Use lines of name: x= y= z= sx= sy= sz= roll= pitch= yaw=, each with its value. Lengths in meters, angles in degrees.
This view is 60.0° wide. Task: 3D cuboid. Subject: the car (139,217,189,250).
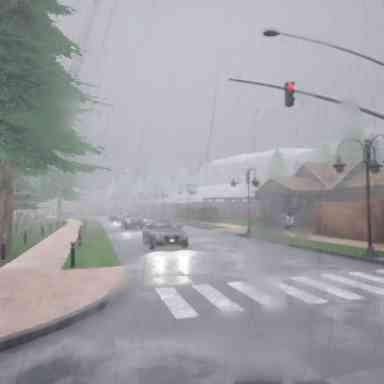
car: x=-1.551 y=2.322 z=18.545 sx=1.994 sy=1.385 sz=4.181 roll=0 pitch=-2 yaw=-16

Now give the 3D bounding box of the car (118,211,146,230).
car: x=-5.645 y=2.716 z=32.376 sx=2.097 sy=1.767 sz=4.553 roll=0 pitch=-3 yaw=-18

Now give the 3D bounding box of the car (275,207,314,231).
car: x=9.467 y=2.133 z=26.938 sx=4.605 sy=1.855 sz=1.932 roll=0 pitch=-2 yaw=-17

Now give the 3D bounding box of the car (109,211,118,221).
car: x=-11.473 y=3.654 z=50.516 sx=2.128 sy=1.511 sz=4.902 roll=0 pitch=-3 yaw=-23

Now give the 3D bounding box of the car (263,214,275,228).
car: x=8.380 y=2.240 z=29.235 sx=3.866 sy=1.878 sz=1.905 roll=0 pitch=-2 yaw=-17

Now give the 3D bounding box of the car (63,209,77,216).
car: x=-31.321 y=5.141 z=85.302 sx=4.553 sy=1.767 sz=2.097 roll=-3 pitch=-3 yaw=44
